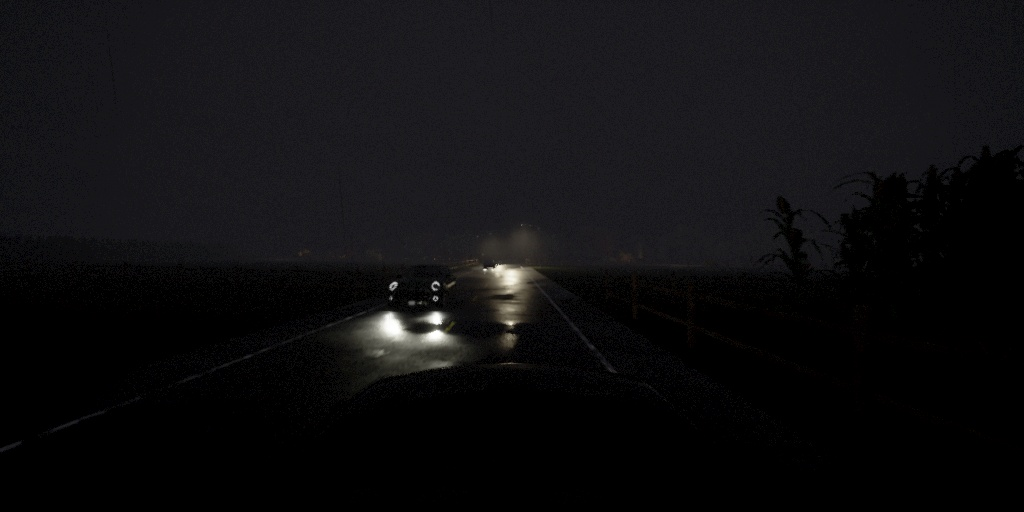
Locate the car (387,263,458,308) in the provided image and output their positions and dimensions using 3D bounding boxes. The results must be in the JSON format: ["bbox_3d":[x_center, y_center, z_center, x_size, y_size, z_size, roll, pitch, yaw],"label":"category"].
[{"bbox_3d":[-3.597,1.107,15.123,2.097,1.767,4.553,0,0,0],"label":"car"}]

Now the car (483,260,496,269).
[{"bbox_3d":[-3.542,1.320,57.175,2.033,1.411,5.357,0,0,1],"label":"car"}]
